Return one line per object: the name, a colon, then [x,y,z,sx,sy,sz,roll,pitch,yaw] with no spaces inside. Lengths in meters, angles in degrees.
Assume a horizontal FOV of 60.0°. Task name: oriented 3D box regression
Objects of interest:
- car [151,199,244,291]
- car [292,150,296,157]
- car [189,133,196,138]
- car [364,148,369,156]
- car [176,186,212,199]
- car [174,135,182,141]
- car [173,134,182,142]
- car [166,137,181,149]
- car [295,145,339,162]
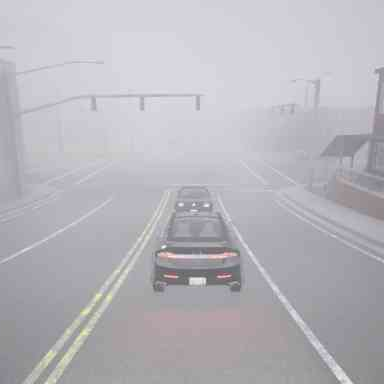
car: [0.105,1.221,8.332,2.128,1.511,4.902,0,4,0]
car: [16.000,-5.487,44.911,4.553,1.767,2.097,0,12,0]
car: [0.066,-15.897,93.185,1.994,1.385,4.181,0,12,0]
car: [26.327,-5.607,44.843,5.566,2.045,2.150,0,12,0]
car: [0.097,0.329,18.034,1.895,1.301,4.718,0,8,0]
car: [-3.451,-10.615,69.172,1.994,1.385,4.181,0,12,0]
car: [-3.444,-12.831,79.003,1.837,1.490,4.892,0,12,0]
car: [-3.527,-8.503,59.349,1.837,1.490,4.892,0,12,0]
car: [15.832,-4.735,41.494,4.553,1.767,2.097,0,12,0]
